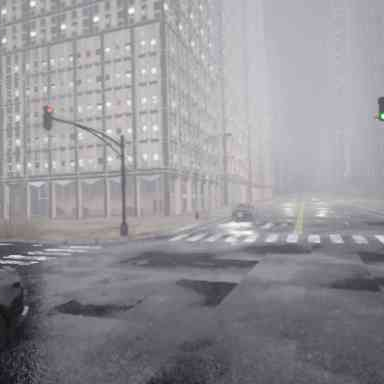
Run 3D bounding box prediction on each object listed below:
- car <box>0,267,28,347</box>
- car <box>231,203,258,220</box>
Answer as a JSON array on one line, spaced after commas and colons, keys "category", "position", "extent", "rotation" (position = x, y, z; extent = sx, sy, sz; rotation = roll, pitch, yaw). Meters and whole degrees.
[{"category": "car", "position": [-4.267, 1.712, 3.767], "extent": [2.128, 1.511, 4.902], "rotation": [-2, -1, 19]}, {"category": "car", "position": [4.923, 1.773, 30.984], "extent": [2.128, 1.511, 4.902], "rotation": [-2, -1, 19]}]
